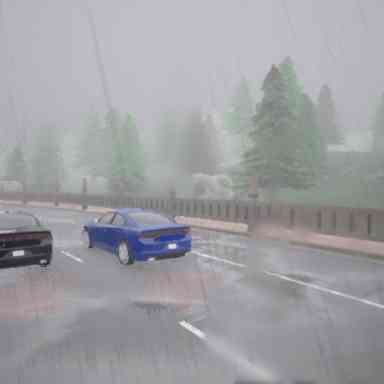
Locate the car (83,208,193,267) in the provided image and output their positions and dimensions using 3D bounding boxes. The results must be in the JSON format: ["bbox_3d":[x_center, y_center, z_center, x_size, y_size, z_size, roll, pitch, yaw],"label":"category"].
[{"bbox_3d":[-1.996,1.266,10.906,1.882,1.535,5.008,-1,1,-37],"label":"car"}]

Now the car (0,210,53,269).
[{"bbox_3d":[-5.633,1.277,9.940,1.882,1.535,5.008,-1,1,-37],"label":"car"}]
